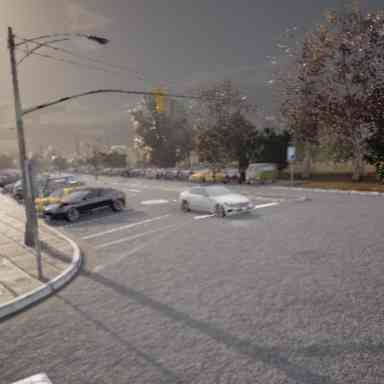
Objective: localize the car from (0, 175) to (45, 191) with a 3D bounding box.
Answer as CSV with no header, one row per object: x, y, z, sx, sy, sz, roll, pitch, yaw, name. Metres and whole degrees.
-22.250,-1.262,43.469,2.097,1.535,5.008,1,8,38,car

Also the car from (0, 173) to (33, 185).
-29.990,-2.219,56.404,2.231,1.521,4.892,2,9,40,car

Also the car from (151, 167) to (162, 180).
-3.053,-2.709,47.069,2.185,1.767,4.553,2,7,38,car

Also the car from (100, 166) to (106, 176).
-15.379,-4.207,67.255,2.185,1.767,4.553,2,7,40,car

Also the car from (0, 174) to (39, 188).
-25.385,-1.641,48.615,2.097,1.535,5.008,2,8,39,car

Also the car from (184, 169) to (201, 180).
1.732,-2.038,39.540,1.946,1.575,5.366,2,7,36,car

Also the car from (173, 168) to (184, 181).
0.200,-2.190,42.155,2.002,1.452,4.674,2,7,37,car

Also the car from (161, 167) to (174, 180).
-1.423,-2.367,44.626,2.002,1.452,4.674,2,7,37,car

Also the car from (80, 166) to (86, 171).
-24.278,-5.248,82.615,1.946,1.575,5.366,3,8,41,car

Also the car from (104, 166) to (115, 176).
-13.868,-3.892,64.730,2.097,1.535,5.008,2,7,40,car

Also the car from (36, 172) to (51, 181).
-27.578,-2.859,61.684,1.812,1.442,4.674,-6,7,-29,car

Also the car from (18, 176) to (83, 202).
-9.071,0.056,23.241,2.185,1.767,4.553,1,8,35,car

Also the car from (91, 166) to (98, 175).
-18.425,-4.460,72.281,1.946,1.575,5.366,3,8,40,car

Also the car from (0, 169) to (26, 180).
-43.373,-4.250,79.857,2.435,2.045,5.566,2,9,41,car

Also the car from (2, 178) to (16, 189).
-15.763,-0.489,33.301,2.002,1.452,4.674,1,8,37,car

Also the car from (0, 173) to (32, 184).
-31.519,-2.414,59.000,2.097,1.535,5.008,1,8,40,car

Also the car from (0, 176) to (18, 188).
-19.026,-0.853,38.367,2.002,1.452,4.674,2,8,37,car

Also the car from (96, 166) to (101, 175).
-16.840,-4.278,69.851,2.231,1.521,4.892,2,7,40,car

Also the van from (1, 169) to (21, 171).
-34.436,-3.049,64.291,1.878,1.987,4.442,1,8,40,van

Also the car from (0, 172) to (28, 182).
-35.992,-2.975,66.820,2.163,1.488,4.792,2,9,40,car

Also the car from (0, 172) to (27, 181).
-38.931,-3.407,72.071,2.097,1.535,5.008,2,8,41,car

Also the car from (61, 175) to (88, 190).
-13.966,-1.157,39.297,1.994,1.385,4.181,-7,7,-32,car

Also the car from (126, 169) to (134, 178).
-7.765,-3.136,54.601,2.097,1.535,5.008,2,7,39,car

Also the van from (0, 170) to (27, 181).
-37.396,-3.446,69.523,1.878,1.987,4.442,1,8,41,van

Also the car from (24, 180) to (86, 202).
-7.220,0.322,20.951,1.946,1.575,5.366,1,8,35,car

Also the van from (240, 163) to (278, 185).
6.758,-1.749,32.245,1.878,1.987,4.442,2,7,36,van

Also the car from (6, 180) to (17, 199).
-12.439,-0.171,28.264,2.231,1.521,4.892,1,8,36,car

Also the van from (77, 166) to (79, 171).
-27.161,-5.872,87.818,1.878,1.987,4.442,3,8,41,van

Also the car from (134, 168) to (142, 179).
-6.179,-3.079,52.104,2.185,1.767,4.553,3,7,38,car

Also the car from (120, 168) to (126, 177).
-9.321,-3.290,57.097,2.163,1.488,4.792,3,7,39,car

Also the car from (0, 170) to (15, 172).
-28.465,-2.152,53.795,2.185,1.767,4.553,2,8,39,car

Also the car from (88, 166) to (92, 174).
-19.769,-4.924,75.001,2.435,2.045,5.566,2,7,41,car

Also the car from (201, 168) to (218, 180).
3.597,-1.901,37.386,1.946,1.575,5.366,2,7,36,car

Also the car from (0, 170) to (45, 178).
-20.649,-1.330,40.910,2.435,2.045,5.566,1,8,38,car

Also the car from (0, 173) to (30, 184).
-33.122,-2.591,61.468,1.946,1.575,5.366,2,9,40,car

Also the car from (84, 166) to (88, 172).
-22.680,-5.040,80.199,2.163,1.488,4.792,2,7,41,car

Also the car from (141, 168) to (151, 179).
-4.508,-2.790,49.742,1.946,1.575,5.366,2,7,38,car

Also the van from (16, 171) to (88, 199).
-10.695,-0.236,25.838,1.878,1.987,4.442,1,8,36,van

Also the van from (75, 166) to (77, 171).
-28.623,-6.069,90.404,1.878,1.987,4.442,3,8,41,van

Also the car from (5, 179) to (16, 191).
-14.098,-0.311,30.782,2.002,1.452,4.674,2,8,36,car

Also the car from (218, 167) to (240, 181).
5.126,-1.828,34.756,2.185,1.767,4.553,2,7,36,car

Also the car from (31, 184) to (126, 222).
-5.766,0.570,18.269,2.163,1.488,4.792,1,8,35,car

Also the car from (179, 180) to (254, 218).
1.067,0.362,17.207,1.812,1.442,4.674,-7,7,-35,car

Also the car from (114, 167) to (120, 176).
-10.819,-3.485,59.682,2.163,1.488,4.792,2,7,39,car

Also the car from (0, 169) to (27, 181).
-40.430,-3.852,74.634,2.435,2.045,5.566,2,9,41,car
